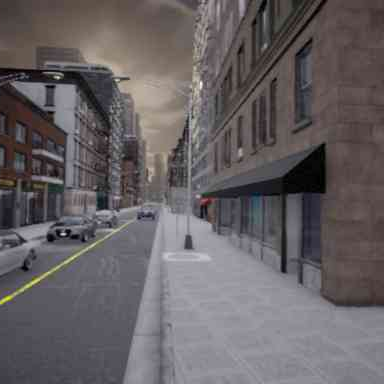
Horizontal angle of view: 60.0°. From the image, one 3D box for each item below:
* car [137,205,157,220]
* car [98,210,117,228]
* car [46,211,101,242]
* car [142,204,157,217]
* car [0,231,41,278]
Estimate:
[{"bbox_3d":[-5.646,2.528,41.613,2.097,1.767,4.553,1,-2,-5],"label":"car"},{"bbox_3d":[-7.712,2.292,29.272,1.812,1.442,4.674,1,-2,-5],"label":"car"},{"bbox_3d":[-6.812,2.038,19.134,1.994,1.385,4.181,1,-2,-5],"label":"car"},{"bbox_3d":[-6.580,2.817,51.621,2.097,1.767,4.553,1,-2,-5],"label":"car"},{"bbox_3d":[-5.918,1.787,9.151,1.895,1.301,4.718,1,-2,-5],"label":"car"}]
